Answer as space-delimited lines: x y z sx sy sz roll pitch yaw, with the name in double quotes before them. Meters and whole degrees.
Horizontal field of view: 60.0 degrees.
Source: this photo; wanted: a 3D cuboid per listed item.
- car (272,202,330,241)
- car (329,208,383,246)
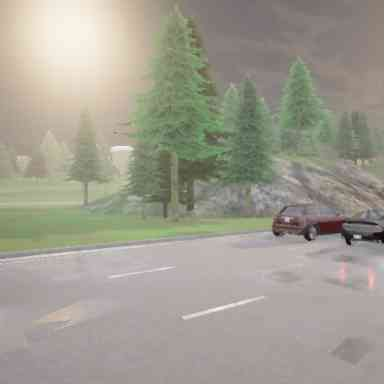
"car" 6.212 1.365 16.898 4.553 1.767 2.097 0 0 -35
"car" 8.269 1.494 14.066 4.902 1.511 2.128 0 0 -35
